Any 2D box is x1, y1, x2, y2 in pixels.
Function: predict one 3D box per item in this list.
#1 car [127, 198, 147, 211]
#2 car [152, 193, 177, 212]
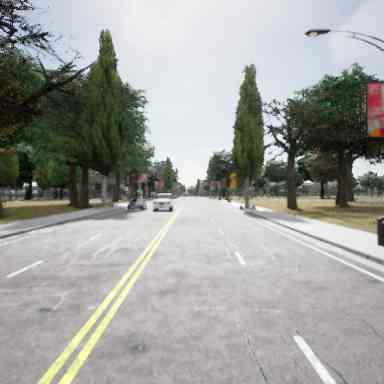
[{"bbox_3d":[-6.565,1.491,40.066,1.812,1.442,4.674,0,0,0],"label":"car"},{"bbox_3d":[-3.324,1.188,39.233,2.150,2.045,5.566,0,0,0],"label":"car"}]
